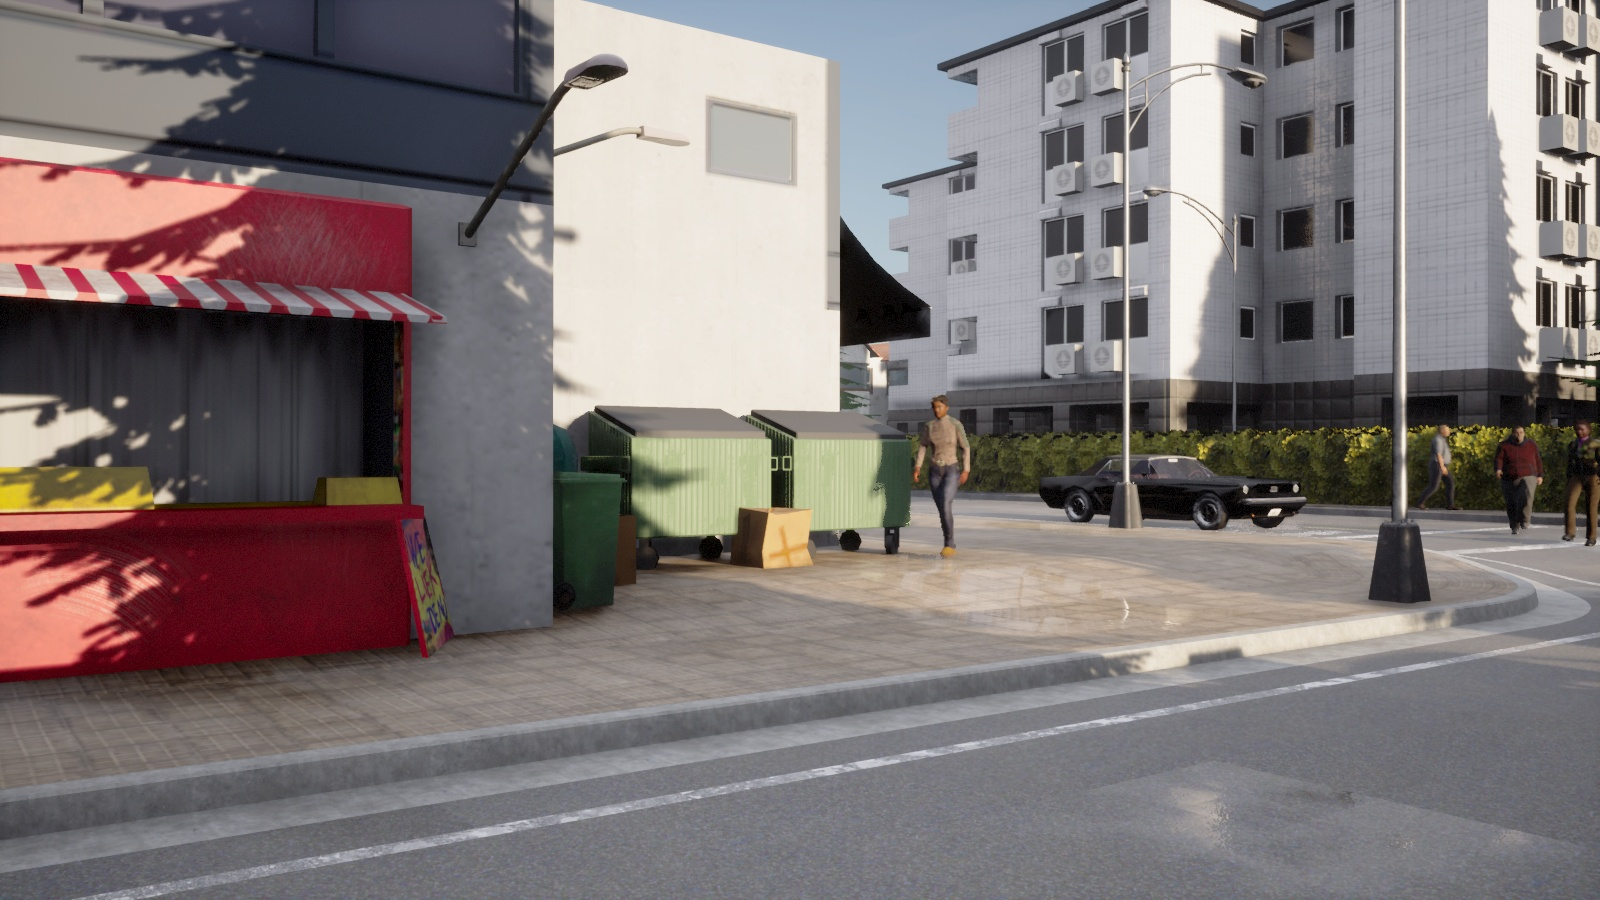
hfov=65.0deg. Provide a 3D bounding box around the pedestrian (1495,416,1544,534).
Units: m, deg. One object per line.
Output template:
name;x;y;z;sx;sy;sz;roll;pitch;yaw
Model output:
pedestrian;11.511;0.390;20.096;0.634;1.844;0.899;0;0;27

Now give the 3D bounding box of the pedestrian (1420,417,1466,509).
pedestrian;13.164;0.261;25.699;0.540;1.848;0.694;0;0;-44

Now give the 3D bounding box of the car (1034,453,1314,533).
car;6.693;0.710;22.981;1.895;1.301;4.718;0;0;-36

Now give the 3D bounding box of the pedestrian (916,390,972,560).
pedestrian;1.587;0.268;13.787;0.328;1.805;0.869;0;0;27

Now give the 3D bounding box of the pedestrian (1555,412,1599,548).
pedestrian;11.319;0.425;18.207;0.692;1.930;0.395;0;0;-35
